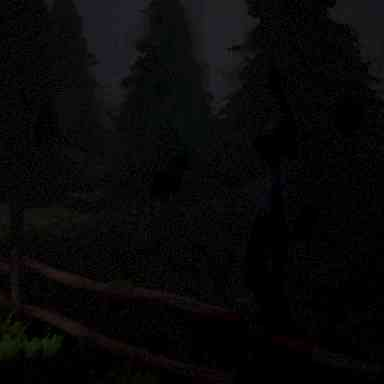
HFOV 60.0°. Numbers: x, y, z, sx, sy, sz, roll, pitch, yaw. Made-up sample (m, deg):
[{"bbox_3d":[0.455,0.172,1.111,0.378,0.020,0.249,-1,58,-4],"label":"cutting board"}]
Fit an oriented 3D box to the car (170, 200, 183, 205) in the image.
[{"bbox_3d":[-2.726,1.591,37.117,4.181,1.385,1.994,0,0,-13],"label":"car"}]
